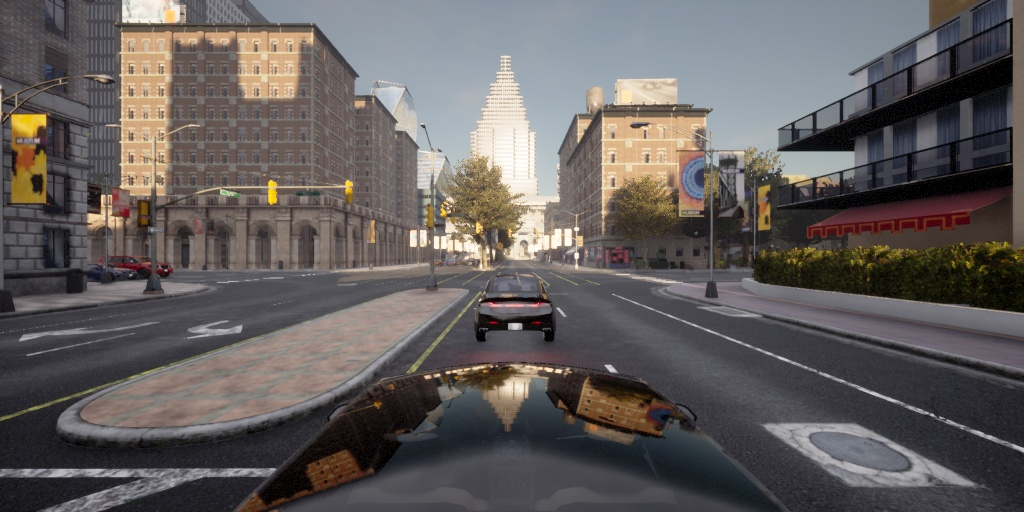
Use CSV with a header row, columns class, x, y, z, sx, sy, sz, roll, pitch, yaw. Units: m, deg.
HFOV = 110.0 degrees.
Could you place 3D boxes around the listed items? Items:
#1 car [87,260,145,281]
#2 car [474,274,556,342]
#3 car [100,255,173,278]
class,x,y,z,sx,sy,sz,roll,pitch,yaw
car,-33.439,1.276,29.249,4.674,1.442,1.812,0,0,0
car,0.080,1.242,9.827,2.128,1.511,4.902,0,0,0
car,-34.439,0.971,32.738,5.566,2.045,2.150,0,0,-2
